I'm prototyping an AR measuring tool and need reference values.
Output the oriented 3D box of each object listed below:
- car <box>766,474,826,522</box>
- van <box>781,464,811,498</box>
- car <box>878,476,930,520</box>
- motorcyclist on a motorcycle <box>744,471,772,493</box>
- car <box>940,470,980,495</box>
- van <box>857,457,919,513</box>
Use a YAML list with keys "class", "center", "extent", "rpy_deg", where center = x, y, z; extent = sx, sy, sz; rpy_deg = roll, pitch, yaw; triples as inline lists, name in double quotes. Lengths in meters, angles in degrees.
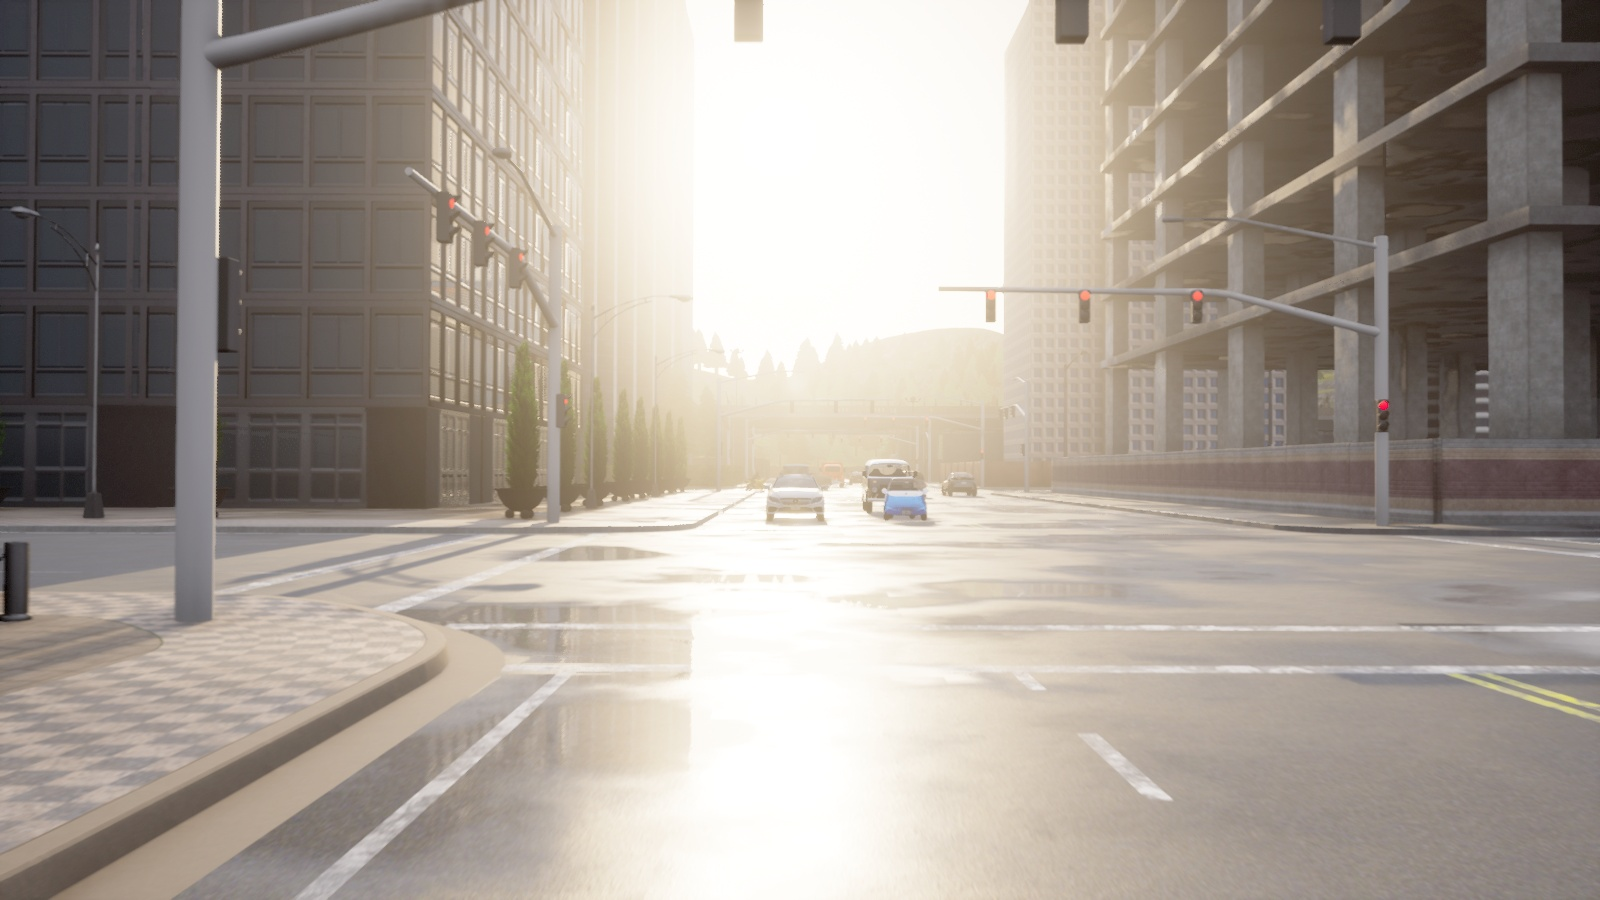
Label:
- class: "car"
  center: [-0.133, 1.521, 40.647]
  extent: [1.812, 1.442, 4.674]
  rpy_deg: [0, -1, 0]
- class: "van"
  center: [-0.241, 1.825, 75.040]
  extent: [1.775, 1.987, 4.442]
  rpy_deg: [0, -1, 0]
- class: "car"
  center: [3.367, 1.540, 40.859]
  extent: [1.481, 1.376, 2.207]
  rpy_deg: [0, -1, 0]
- class: "motorcyclist on a motorcycle"
  center: [-3.079, 2.349, 91.988]
  extent: [2.044, 1.523, 0.797]
  rpy_deg: [-1, 1, 38]
- class: "car"
  center: [10.240, 2.070, 80.640]
  extent: [2.007, 1.525, 4.514]
  rpy_deg: [0, -1, 0]
- class: "van"
  center: [3.341, 1.336, 48.452]
  extent: [2.069, 2.038, 4.480]
  rpy_deg: [0, -1, 0]
